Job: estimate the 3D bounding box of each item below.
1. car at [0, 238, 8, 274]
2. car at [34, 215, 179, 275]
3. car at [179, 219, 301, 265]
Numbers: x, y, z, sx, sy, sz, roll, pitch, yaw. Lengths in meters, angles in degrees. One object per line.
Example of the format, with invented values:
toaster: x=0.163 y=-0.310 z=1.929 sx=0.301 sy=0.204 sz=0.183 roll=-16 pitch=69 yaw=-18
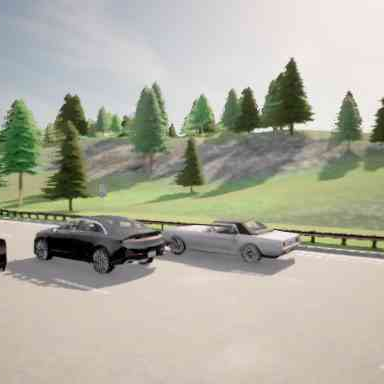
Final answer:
car: x=-6.882 y=1.462 z=8.901 sx=5.008 sy=1.535 sz=1.882 roll=0 pitch=0 yaw=36
car: x=-3.066 y=1.479 z=10.477 sx=4.902 sy=1.511 sz=2.128 roll=0 pitch=0 yaw=36
car: x=1.212 y=1.592 z=11.727 sx=4.718 sy=1.301 sz=1.895 roll=0 pitch=0 yaw=35
